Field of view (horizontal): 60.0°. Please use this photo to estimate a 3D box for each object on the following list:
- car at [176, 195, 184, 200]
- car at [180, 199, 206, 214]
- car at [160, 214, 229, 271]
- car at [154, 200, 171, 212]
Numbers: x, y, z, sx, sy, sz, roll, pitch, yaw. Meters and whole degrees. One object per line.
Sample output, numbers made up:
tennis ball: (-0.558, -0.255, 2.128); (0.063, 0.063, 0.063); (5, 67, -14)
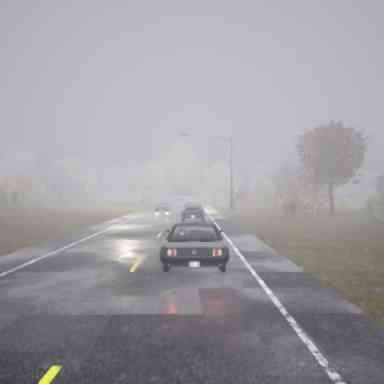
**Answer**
car: (-3.450, 1.768, 90.990); (1.882, 1.535, 5.008); (0, 0, -2)
car: (0.083, 1.617, 27.936); (1.837, 1.490, 4.892); (0, 0, 0)
car: (0.080, 1.645, 11.070); (1.895, 1.301, 4.718); (0, 0, 0)
car: (-3.598, 1.720, 41.687); (2.033, 1.411, 5.357); (0, 0, 0)
